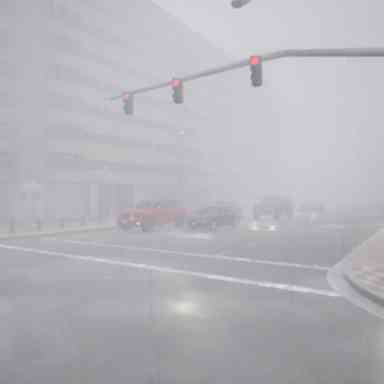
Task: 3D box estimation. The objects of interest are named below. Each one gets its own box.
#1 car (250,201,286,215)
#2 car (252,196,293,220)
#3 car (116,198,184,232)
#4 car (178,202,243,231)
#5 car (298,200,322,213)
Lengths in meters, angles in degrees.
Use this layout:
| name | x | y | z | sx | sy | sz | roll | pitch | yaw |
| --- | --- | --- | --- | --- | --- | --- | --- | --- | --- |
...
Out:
| name | x | y | z | sx | sy | sz | roll | pitch | yaw |
| --- | --- | --- | --- | --- | --- | --- | --- | --- | --- |
| car | 8.928 | 1.802 | 38.642 | 2.033 | 1.411 | 5.357 | -1 | -1 | 36 |
| car | 7.585 | 1.410 | 30.867 | 2.150 | 2.045 | 5.566 | -1 | -1 | 36 |
| car | -2.572 | 1.481 | 22.731 | 2.150 | 2.045 | 5.566 | -1 | -1 | 35 |
| car | 1.459 | 1.695 | 22.353 | 1.837 | 1.490 | 4.892 | -1 | -1 | 35 |
| car | 14.293 | 1.711 | 40.039 | 1.812 | 1.442 | 4.674 | -1 | -1 | 36 |
